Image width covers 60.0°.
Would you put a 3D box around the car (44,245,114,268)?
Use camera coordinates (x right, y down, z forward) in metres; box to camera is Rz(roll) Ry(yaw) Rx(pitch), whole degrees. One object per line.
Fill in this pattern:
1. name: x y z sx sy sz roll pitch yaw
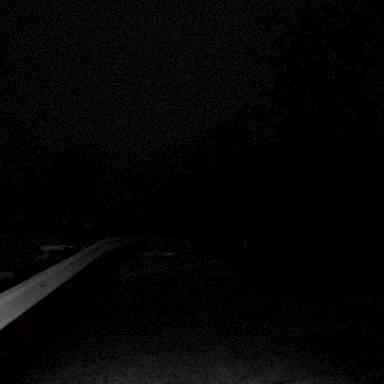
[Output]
1. car: -8.737 5.083 25.106 5.566 2.045 2.435 2 -2 -24

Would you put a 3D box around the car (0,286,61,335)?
1. car: -7.936 4.993 13.021 4.892 1.521 2.231 2 -2 -24

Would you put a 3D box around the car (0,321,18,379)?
1. car: -7.773 4.780 10.009 4.553 1.767 2.185 2 -2 -24

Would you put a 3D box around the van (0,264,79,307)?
1. van: -8.037 4.856 16.094 4.442 1.987 1.878 2 -2 -24

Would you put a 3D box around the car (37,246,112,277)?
1. car: -8.570 4.995 22.051 5.566 2.045 2.435 2 -2 -24

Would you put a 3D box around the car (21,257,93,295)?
1. car: -8.317 5.038 19.061 4.553 1.767 2.185 2 -2 -24

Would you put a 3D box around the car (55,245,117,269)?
1. car: -8.951 5.448 28.113 4.792 1.488 2.163 2 -2 -24
